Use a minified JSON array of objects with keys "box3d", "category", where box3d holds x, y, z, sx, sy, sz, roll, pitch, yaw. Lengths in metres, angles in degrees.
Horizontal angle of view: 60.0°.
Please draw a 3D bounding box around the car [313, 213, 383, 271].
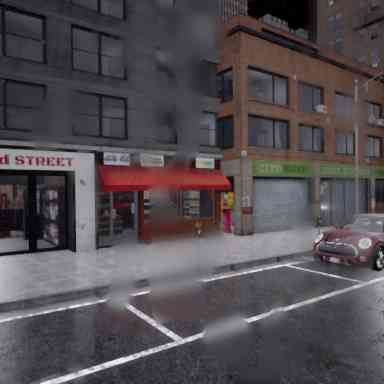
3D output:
[{"box3d":[5.728,1.438,10.757,4.097,1.590,1.967,0,-1,-36],"category":"car"}]
